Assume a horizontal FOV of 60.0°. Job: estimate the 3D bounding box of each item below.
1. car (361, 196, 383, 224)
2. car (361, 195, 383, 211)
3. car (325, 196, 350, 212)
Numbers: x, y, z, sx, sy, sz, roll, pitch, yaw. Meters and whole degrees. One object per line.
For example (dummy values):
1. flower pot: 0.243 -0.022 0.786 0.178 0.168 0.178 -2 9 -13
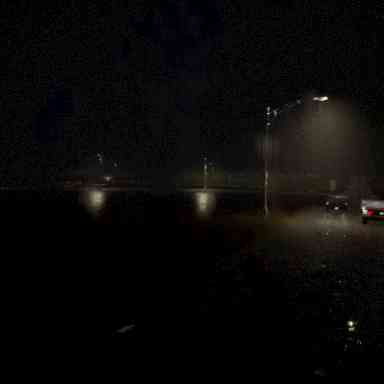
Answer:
1. car: 11.789 1.214 20.934 2.033 1.411 5.357 2 2 27
2. car: 18.226 1.015 33.677 1.895 1.301 4.718 2 2 27
3. car: 13.155 1.025 29.913 1.895 1.301 4.718 2 2 27
